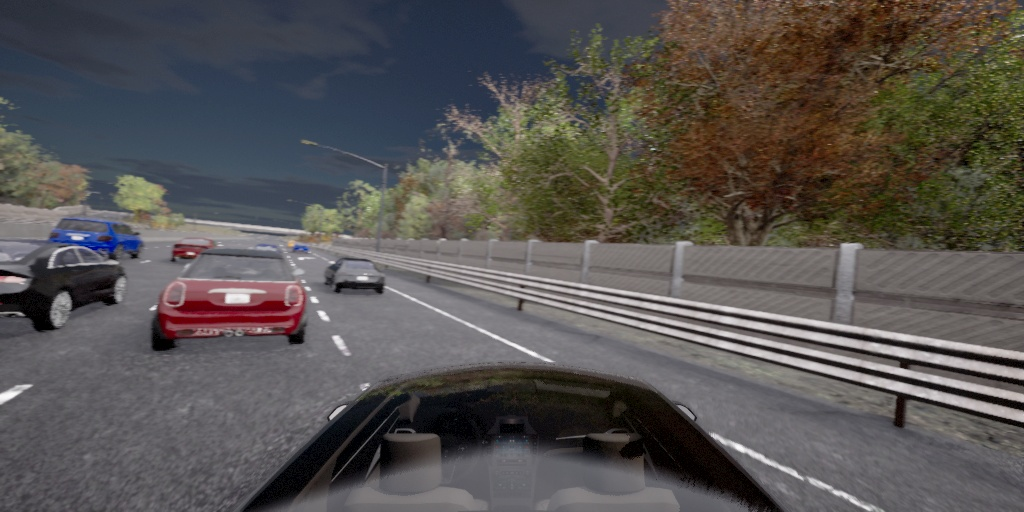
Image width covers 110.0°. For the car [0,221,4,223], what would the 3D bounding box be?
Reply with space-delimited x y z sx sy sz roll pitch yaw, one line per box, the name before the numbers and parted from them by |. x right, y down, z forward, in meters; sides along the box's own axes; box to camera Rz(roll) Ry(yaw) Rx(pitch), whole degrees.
car | -39.002 -2.020 26.312 1.895 1.301 4.718 5 0 -33

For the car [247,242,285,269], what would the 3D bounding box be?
car | -16.263 -0.066 23.790 1.812 1.442 4.674 5 0 -33

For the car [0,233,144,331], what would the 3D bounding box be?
car | -9.399 0.421 6.979 2.128 1.511 4.902 5 0 -33

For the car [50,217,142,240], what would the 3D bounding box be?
car | -21.063 -0.835 18.421 2.150 2.045 5.566 5 0 -33

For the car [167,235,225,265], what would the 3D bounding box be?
car | -19.452 -0.410 22.299 1.882 1.535 5.008 5 0 -33

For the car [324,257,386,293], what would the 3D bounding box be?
car | -6.984 0.762 15.824 1.994 1.385 4.181 5 0 -33

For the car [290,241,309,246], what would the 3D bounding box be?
car | -30.369 -1.208 51.458 1.882 1.535 5.008 5 0 -33

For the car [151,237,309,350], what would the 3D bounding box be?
car | -5.663 0.621 7.664 2.097 1.767 4.553 5 0 -33
